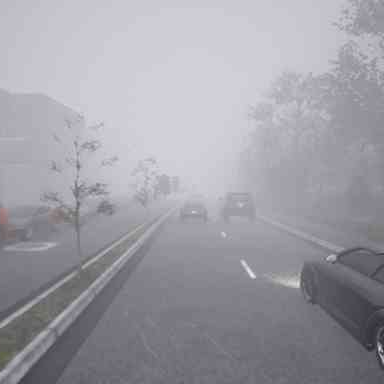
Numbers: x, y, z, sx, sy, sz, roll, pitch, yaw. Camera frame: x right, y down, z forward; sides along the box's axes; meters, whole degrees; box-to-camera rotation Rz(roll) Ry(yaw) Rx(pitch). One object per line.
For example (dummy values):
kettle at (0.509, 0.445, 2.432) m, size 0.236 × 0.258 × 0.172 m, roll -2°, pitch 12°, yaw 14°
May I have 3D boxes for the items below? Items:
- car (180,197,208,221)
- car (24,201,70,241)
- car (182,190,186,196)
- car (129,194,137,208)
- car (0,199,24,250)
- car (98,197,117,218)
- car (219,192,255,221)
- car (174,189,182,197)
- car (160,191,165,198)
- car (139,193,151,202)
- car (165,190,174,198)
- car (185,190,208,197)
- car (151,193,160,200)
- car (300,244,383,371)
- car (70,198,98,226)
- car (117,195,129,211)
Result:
car at (0.139, 1.340, 25.045) m, size 1.994 × 1.385 × 4.181 m, roll 0°, pitch 1°, yaw 1°
car at (-7.996, 1.373, 15.987) m, size 2.163 × 1.488 × 4.792 m, roll 0°, pitch 1°, yaw 0°
car at (-3.903, 0.108, 93.506) m, size 2.435 × 2.045 × 5.566 m, roll 0°, pitch 1°, yaw 10°
car at (-7.873, 1.108, 38.207) m, size 2.231 × 1.521 × 4.892 m, roll 0°, pitch 1°, yaw 0°
car at (-8.027, 1.144, 10.439) m, size 2.435 × 2.045 × 5.566 m, roll 0°, pitch 1°, yaw 0°
car at (-7.934, 1.260, 27.081) m, size 2.163 × 1.488 × 4.792 m, roll 0°, pitch 1°, yaw 0°
car at (3.293, 0.999, 24.837) m, size 2.150 × 2.045 × 5.566 m, roll 0°, pitch 1°, yaw 1°
car at (-4.782, 0.444, 88.033) m, size 2.231 × 1.521 × 4.892 m, roll 0°, pitch 1°, yaw 9°
car at (-7.161, 0.751, 65.822) m, size 1.946 × 1.575 × 5.366 m, roll 0°, pitch 1°, yaw 5°
car at (-7.811, 0.975, 49.199) m, size 2.097 × 1.535 × 5.008 m, roll 0°, pitch 1°, yaw 1°
car at (-6.198, 0.599, 76.797) m, size 1.946 × 1.575 × 5.366 m, roll 0°, pitch 1°, yaw 7°
car at (0.588, 0.955, 41.279) m, size 2.097 × 1.767 × 4.553 m, roll 0°, pitch 1°, yaw 2°
car at (-7.569, 0.880, 58.794) m, size 2.163 × 1.488 × 4.792 m, roll 0°, pitch 1°, yaw 3°
car at (3.249, 1.519, 5.303) m, size 1.994 × 1.385 × 4.181 m, roll 0°, pitch 0°, yaw 0°
car at (-7.966, 1.328, 21.565) m, size 2.002 × 1.452 × 4.674 m, roll 0°, pitch 1°, yaw 0°
car at (-7.904, 1.210, 32.658) m, size 2.002 × 1.452 × 4.674 m, roll 0°, pitch 1°, yaw 0°
